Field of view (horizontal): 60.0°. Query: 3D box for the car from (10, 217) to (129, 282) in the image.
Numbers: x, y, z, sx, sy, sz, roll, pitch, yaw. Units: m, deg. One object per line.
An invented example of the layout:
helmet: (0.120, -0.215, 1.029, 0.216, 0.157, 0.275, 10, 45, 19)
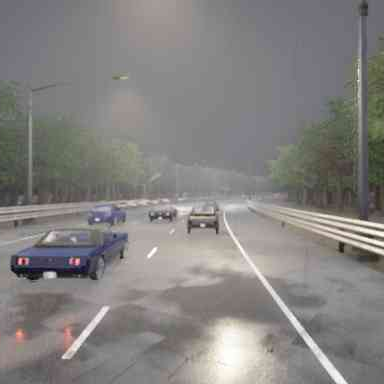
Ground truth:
car: (-3.228, 1.654, 9.933, 1.895, 1.301, 4.718, 0, 0, 1)

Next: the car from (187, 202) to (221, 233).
car: (0.721, 1.621, 20.598, 2.128, 1.511, 4.902, 0, 0, 3)

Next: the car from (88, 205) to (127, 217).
car: (-6.087, 1.668, 24.178, 1.812, 1.442, 4.674, 0, 0, 3)

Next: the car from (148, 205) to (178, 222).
car: (-2.320, 1.777, 28.142, 1.895, 1.301, 4.718, 0, 0, 4)
